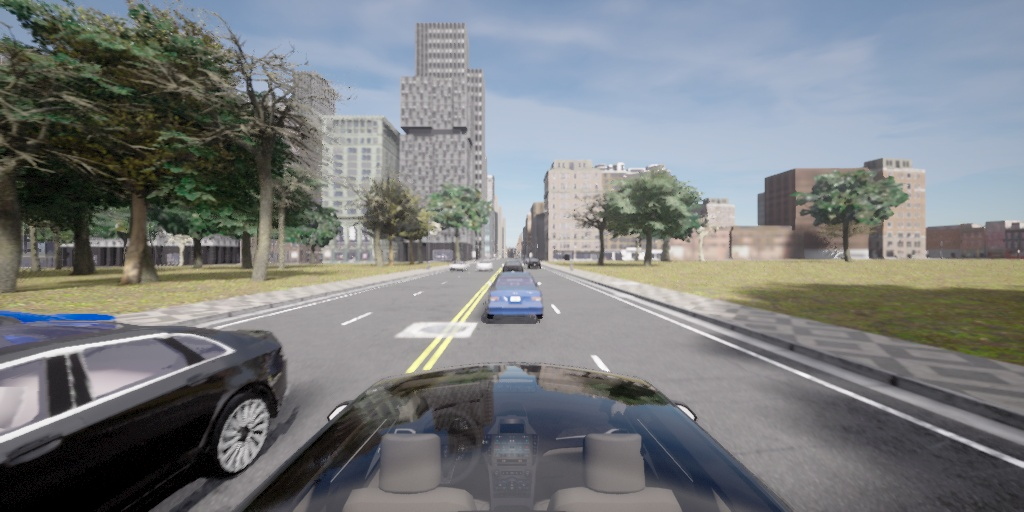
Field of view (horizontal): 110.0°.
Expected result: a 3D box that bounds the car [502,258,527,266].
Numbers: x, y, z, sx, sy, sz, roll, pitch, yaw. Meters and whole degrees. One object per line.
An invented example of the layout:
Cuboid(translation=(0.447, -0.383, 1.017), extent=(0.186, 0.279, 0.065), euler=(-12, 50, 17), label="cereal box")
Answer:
Cuboid(translation=(0.088, 1.157, 32.641), extent=(1.882, 1.535, 5.008), euler=(0, 0, 0), label="car")

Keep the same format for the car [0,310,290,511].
Cuboid(translation=(-3.350, 1.241, 1.906), extent=(2.128, 1.511, 4.902), euler=(0, 0, 0), label="car")

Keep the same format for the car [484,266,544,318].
Cuboid(translation=(0.095, 1.270, 12.792), extent=(2.033, 1.411, 5.357), euler=(0, 0, 0), label="car")

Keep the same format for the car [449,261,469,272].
Cuboid(translation=(-6.601, 1.263, 44.670), extent=(1.895, 1.301, 4.718), euler=(0, 0, 0), label="car")

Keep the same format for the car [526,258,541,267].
Cuboid(translation=(3.330, 1.129, 54.749), extent=(1.882, 1.535, 5.008), euler=(0, 0, 0), label="car")

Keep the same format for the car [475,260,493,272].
Cuboid(translation=(-3.348, 1.188, 44.252), extent=(1.812, 1.442, 4.674), euler=(0, 0, 0), label="car")

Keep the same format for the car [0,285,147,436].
Cuboid(translation=(-6.601, 1.224, 3.047), extent=(1.882, 1.535, 5.008), euler=(0, 0, 0), label="car")
